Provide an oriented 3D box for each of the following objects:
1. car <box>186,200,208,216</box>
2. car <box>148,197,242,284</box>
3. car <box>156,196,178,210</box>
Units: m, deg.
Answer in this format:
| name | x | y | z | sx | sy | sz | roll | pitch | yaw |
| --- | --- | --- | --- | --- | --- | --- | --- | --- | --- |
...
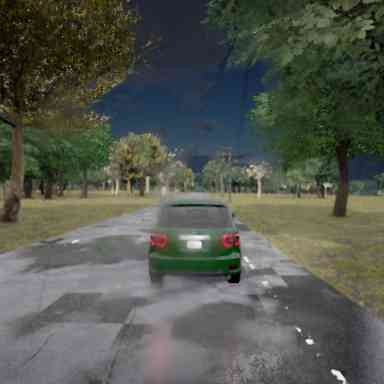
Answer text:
| name | x | y | z | sx | sy | sz | roll | pitch | yaw |
| --- | --- | --- | --- | --- | --- | --- | --- | --- | --- |
| car | 0.515 | 1.469 | 32.285 | 1.895 | 1.301 | 4.718 | 0 | 0 | 2 |
| car | 0.104 | 1.178 | 9.594 | 2.150 | 2.045 | 5.566 | 0 | 0 | 1 |
| car | -2.956 | 1.334 | 40.355 | 2.128 | 1.511 | 4.902 | 0 | 0 | 2 |
